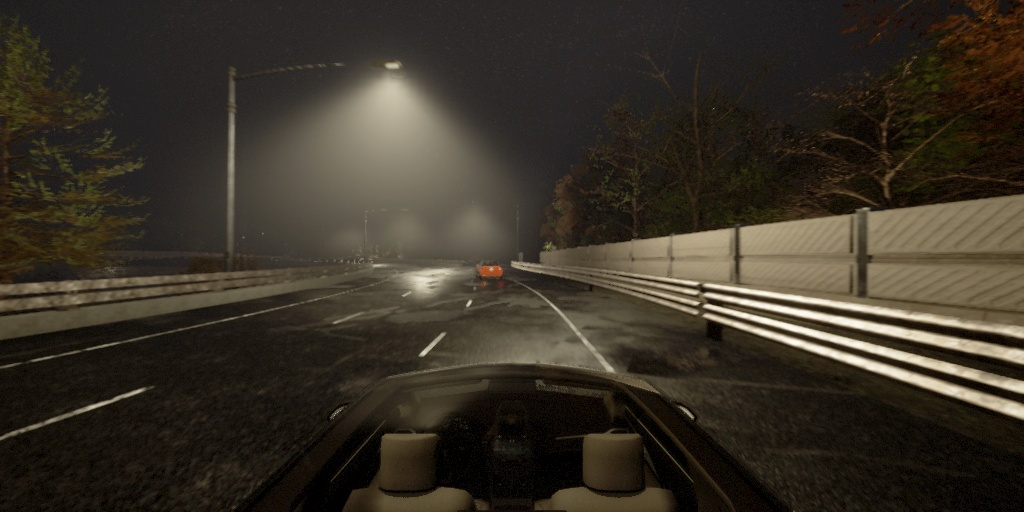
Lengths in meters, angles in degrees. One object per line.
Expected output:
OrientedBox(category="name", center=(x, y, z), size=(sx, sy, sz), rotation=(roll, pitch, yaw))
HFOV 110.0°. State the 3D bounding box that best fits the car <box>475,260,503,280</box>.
OrientedBox(category="car", center=(-2.197, 1.182, 32.990), size=(2.097, 1.767, 4.553), rotation=(0, 0, -11))
